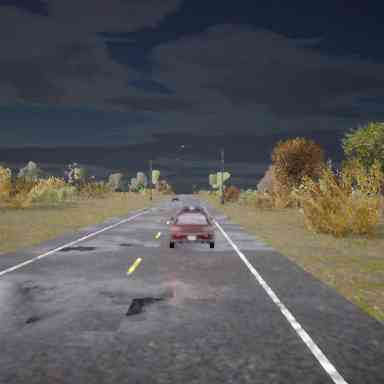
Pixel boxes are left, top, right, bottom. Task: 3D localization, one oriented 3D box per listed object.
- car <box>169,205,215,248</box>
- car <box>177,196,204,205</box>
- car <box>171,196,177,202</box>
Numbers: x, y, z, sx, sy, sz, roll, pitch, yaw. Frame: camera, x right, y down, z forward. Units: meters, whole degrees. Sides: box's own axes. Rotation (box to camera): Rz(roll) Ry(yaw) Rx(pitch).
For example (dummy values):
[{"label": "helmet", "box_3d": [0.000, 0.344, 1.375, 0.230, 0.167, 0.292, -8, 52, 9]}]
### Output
[{"label": "car", "box_3d": [0.000, 1.535, 14.651, 1.812, 1.442, 4.674, 0, 0, 0]}, {"label": "car", "box_3d": [0.000, 1.376, 29.621, 2.097, 1.767, 4.553, 0, 0, 0]}, {"label": "car", "box_3d": [-3.760, 1.548, 75.946, 2.033, 1.411, 5.357, 0, 0, -3]}]
